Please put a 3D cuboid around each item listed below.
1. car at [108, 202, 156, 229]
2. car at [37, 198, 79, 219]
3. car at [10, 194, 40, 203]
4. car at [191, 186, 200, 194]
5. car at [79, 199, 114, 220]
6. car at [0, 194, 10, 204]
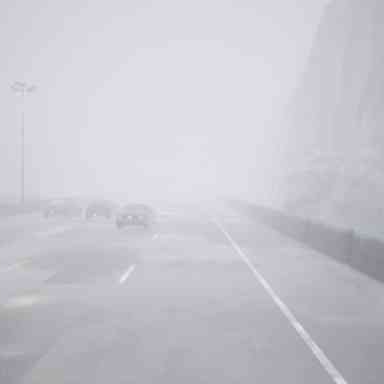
[{"bbox_3d":[-3.398,1.413,20.728,2.033,1.411,5.357,0,1,0],"label":"car"},{"bbox_3d":[-10.398,1.320,27.008,1.812,1.442,4.674,0,1,0],"label":"car"},{"bbox_3d":[-21.075,1.073,43.008,1.812,1.442,4.674,0,1,0],"label":"car"},{"bbox_3d":[1.230,-0.199,88.676,1.882,1.535,5.008,0,2,0],"label":"car"},{"bbox_3d":[-6.899,1.310,26.058,1.837,1.490,4.892,0,1,0],"label":"car"},{"bbox_3d":[-24.569,1.029,44.345,1.837,1.490,4.892,0,1,0],"label":"car"}]
